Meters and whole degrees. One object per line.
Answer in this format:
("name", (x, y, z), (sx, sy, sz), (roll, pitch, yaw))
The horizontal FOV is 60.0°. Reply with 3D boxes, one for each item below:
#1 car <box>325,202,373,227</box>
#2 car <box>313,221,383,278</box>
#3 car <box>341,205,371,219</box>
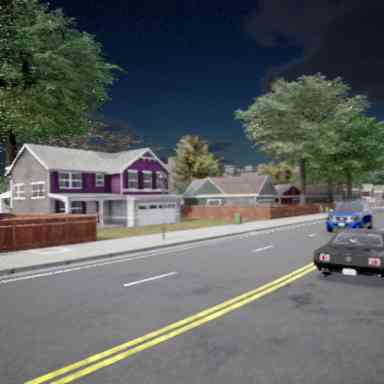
("car", (11.108, 1.726, 23.237), (2.150, 2.045, 5.566), (-2, -2, 38))
("car", (5.481, 1.818, 10.389), (1.895, 1.301, 4.718), (-2, -2, 39))
("car", (19.363, 2.343, 39.191), (2.128, 1.511, 4.902), (-2, -2, 38))
